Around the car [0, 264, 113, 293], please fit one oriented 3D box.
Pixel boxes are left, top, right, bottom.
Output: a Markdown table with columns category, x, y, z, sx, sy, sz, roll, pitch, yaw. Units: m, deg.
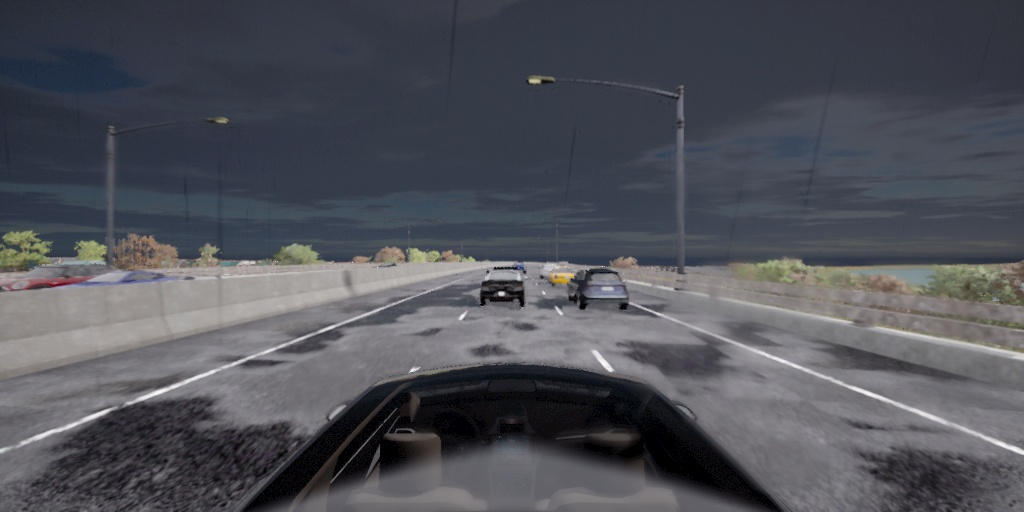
| category | x | y | z | sx | sy | sz | roll | pitch | yaw |
| --- | --- | --- | --- | --- | --- | --- | --- | --- | --- |
| car | -21.018 | 1.220 | 16.660 | 2.097 | 1.767 | 4.553 | 0 | 0 | 1 |

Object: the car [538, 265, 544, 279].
| category | x | y | z | sx | sy | sz | roll | pitch | yaw |
| --- | --- | --- | --- | --- | --- | --- | --- | --- | --- |
| car | 3.882 | 1.597 | 37.390 | 1.812 | 1.442 | 4.674 | 0 | -1 | 1 |

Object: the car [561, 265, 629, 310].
| category | x | y | z | sx | sy | sz | roll | pitch | yaw |
| --- | --- | --- | --- | --- | --- | --- | --- | --- | --- |
| car | 3.558 | 1.301 | 15.549 | 2.033 | 1.649 | 4.856 | 0 | 0 | 0 |

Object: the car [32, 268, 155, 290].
| category | x | y | z | sx | sy | sz | roll | pitch | yaw |
| --- | --- | --- | --- | --- | --- | --- | --- | --- | --- |
| car | -17.524 | 1.391 | 16.185 | 1.812 | 1.442 | 4.674 | 0 | -1 | 1 |

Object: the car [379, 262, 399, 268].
| category | x | y | z | sx | sy | sz | roll | pitch | yaw |
| --- | --- | --- | --- | --- | --- | --- | --- | --- | --- |
| car | -20.072 | 1.766 | 58.592 | 1.882 | 1.535 | 5.008 | 0 | -1 | 2 |

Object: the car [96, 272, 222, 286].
| category | x | y | z | sx | sy | sz | roll | pitch | yaw |
| --- | --- | --- | --- | --- | --- | --- | --- | --- | --- |
| car | -14.033 | 1.461 | 15.358 | 1.895 | 1.301 | 4.718 | 0 | 0 | 1 |

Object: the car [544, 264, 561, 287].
| category | x | y | z | sx | sy | sz | roll | pitch | yaw |
| --- | --- | --- | --- | --- | --- | --- | --- | --- | --- |
| car | 3.688 | 1.425 | 26.660 | 1.801 | 1.575 | 5.366 | 0 | -1 | 1 |

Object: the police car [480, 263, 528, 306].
| category | x | y | z | sx | sy | sz | roll | pitch | yaw |
| --- | --- | --- | --- | --- | --- | --- | --- | --- | --- |
| police car | -0.287 | 1.303 | 16.804 | 1.930 | 1.638 | 5.238 | 0 | 0 | 3 |
